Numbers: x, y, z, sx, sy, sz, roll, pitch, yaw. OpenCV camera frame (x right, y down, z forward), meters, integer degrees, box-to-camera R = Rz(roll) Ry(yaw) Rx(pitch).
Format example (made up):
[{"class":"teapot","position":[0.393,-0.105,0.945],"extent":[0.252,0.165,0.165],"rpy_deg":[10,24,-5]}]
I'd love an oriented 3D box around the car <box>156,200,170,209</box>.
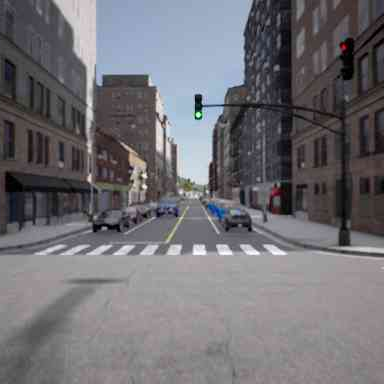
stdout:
[{"class":"car","position":[-4.841,2.134,55.954],"extent":[1.947,1.339,4.313],"rpy_deg":[0,-1,1]}]

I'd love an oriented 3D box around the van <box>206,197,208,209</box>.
[{"class":"van","position":[3.076,1.776,44.518],"extent":[1.690,1.788,3.998],"rpy_deg":[0,-1,1]}]

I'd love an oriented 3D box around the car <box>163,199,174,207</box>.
[{"class":"car","position":[-4.734,2.222,67.319],"extent":[1.887,1.381,4.507],"rpy_deg":[0,-1,1]}]

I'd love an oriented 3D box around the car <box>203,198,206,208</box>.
[{"class":"car","position":[3.184,2.127,55.879],"extent":[1.802,1.307,4.206],"rpy_deg":[0,-1,1]}]

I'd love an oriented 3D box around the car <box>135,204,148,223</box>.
[{"class":"car","position":[-5.109,1.874,27.546],"extent":[1.802,1.307,4.206],"rpy_deg":[0,-1,1]}]

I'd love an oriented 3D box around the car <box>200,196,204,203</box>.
[{"class":"car","position":[3.398,2.307,78.607],"extent":[1.887,1.381,4.507],"rpy_deg":[0,-1,1]}]

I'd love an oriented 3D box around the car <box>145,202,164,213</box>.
[{"class":"car","position":[-4.948,2.009,44.591],"extent":[2.008,1.369,4.403],"rpy_deg":[0,-1,1]}]

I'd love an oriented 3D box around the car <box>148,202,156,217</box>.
[{"class":"car","position":[-5.056,1.914,33.228],"extent":[1.947,1.339,4.313],"rpy_deg":[0,-1,1]}]

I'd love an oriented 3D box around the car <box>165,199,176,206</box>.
[{"class":"car","position":[-4.680,2.283,73.000],"extent":[2.008,1.369,4.403],"rpy_deg":[0,-1,1]}]

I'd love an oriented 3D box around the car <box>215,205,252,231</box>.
[{"class":"car","position":[2.862,1.763,21.789],"extent":[2.008,1.369,4.403],"rpy_deg":[0,-1,1]}]

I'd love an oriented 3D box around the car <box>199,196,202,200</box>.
[{"class":"car","position":[3.451,2.257,84.290],"extent":[1.967,1.590,4.097],"rpy_deg":[0,-1,1]}]

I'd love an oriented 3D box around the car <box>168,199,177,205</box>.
[{"class":"car","position":[-4.627,2.331,78.682],"extent":[1.887,1.381,4.507],"rpy_deg":[0,-1,1]}]

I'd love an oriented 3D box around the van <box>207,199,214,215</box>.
[{"class":"van","position":[3.022,1.721,38.836],"extent":[1.690,1.788,3.998],"rpy_deg":[0,-1,1]}]

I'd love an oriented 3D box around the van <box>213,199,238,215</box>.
[{"class":"van","position":[2.915,1.610,27.473],"extent":[1.690,1.788,3.998],"rpy_deg":[0,-1,1]}]

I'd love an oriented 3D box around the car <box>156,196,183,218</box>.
[{"class":"car","position":[-2.409,1.593,34.467],"extent":[2.150,2.045,5.566],"rpy_deg":[0,0,1]}]

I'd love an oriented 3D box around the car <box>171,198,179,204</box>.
[{"class":"car","position":[-4.520,2.335,90.047],"extent":[1.967,1.590,4.097],"rpy_deg":[0,-1,1]}]

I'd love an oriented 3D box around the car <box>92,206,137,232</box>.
[{"class":"car","position":[-5.163,1.802,21.864],"extent":[1.947,1.339,4.313],"rpy_deg":[0,-1,1]}]

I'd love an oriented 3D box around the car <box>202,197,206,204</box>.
[{"class":"car","position":[3.239,2.126,61.732],"extent":[1.752,1.417,4.829],"rpy_deg":[0,-1,1]}]
